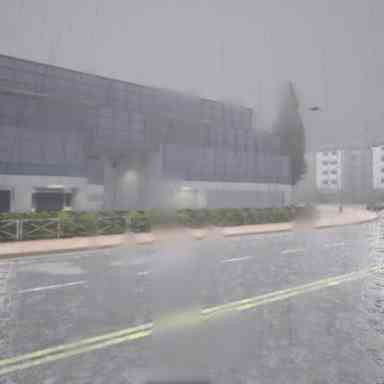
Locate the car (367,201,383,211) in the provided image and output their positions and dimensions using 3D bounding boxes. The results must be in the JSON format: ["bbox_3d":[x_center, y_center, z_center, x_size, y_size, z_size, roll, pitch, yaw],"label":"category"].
[{"bbox_3d":[25.742,1.943,45.875,1.994,1.385,4.181,0,0,9],"label":"car"}]
